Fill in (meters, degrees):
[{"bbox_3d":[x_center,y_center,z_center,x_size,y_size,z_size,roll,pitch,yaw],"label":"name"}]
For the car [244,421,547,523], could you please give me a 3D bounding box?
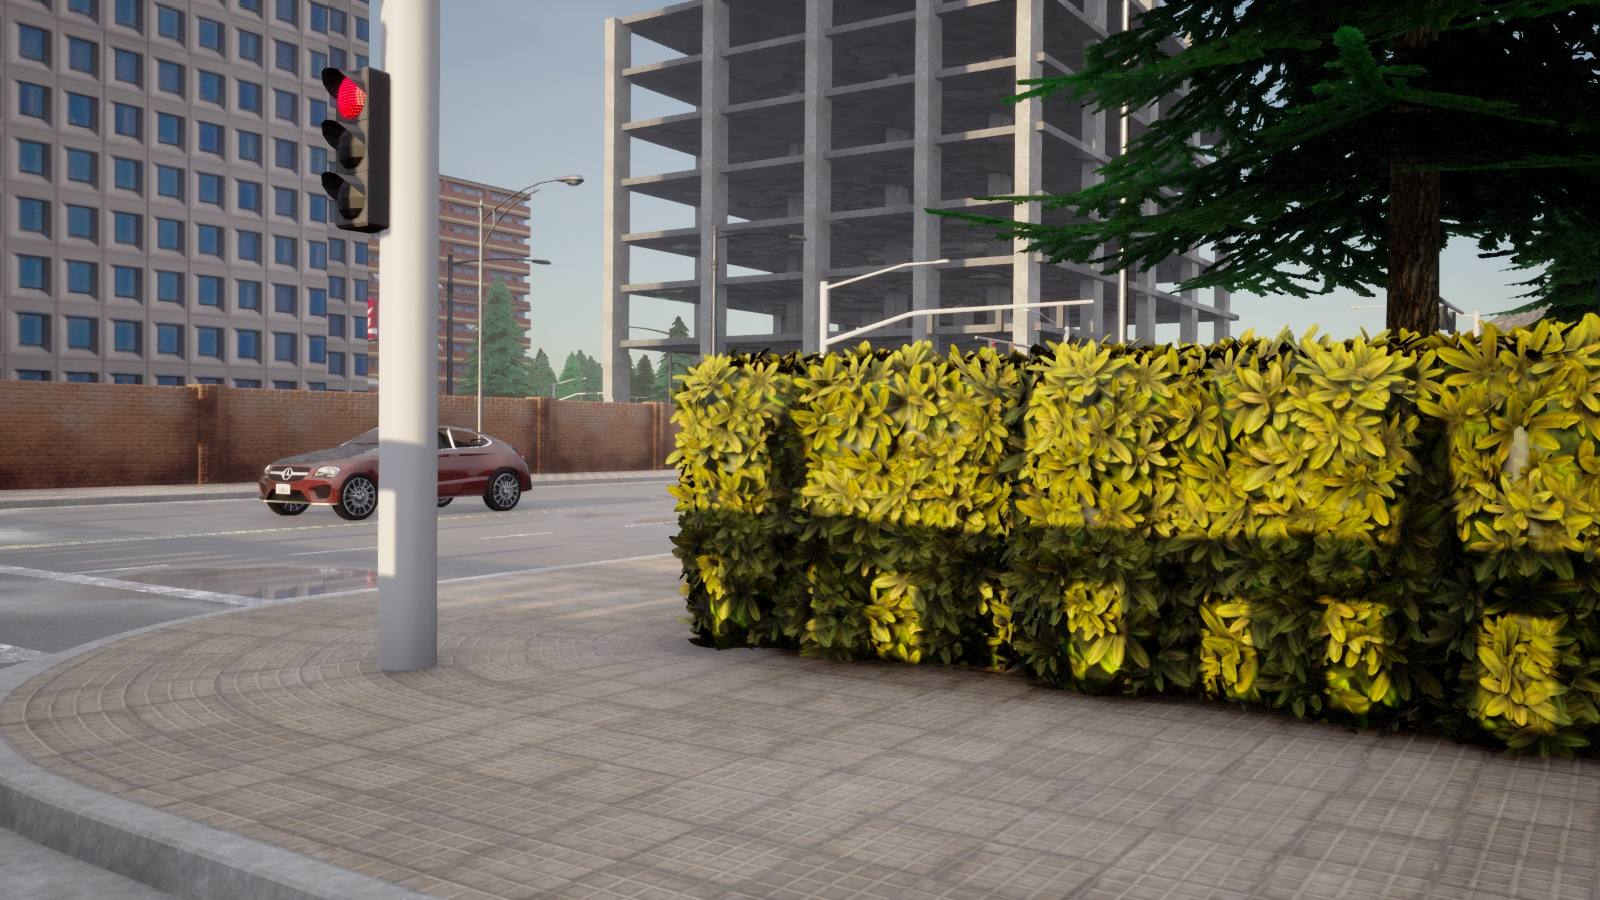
[{"bbox_3d":[-7.250,0.316,23.069,2.152,1.651,5.027,0,1,33],"label":"car"}]
